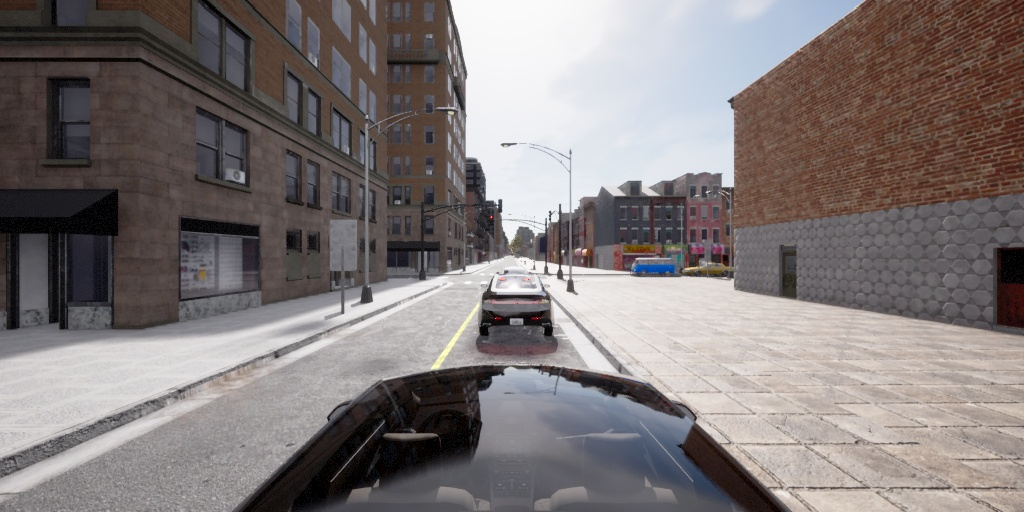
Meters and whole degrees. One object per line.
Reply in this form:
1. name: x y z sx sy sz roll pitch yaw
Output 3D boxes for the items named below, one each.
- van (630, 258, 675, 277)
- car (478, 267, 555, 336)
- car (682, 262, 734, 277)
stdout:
1. van: 13.764 1.087 35.073 3.998 1.789 1.690 0 0 0
2. car: 0.105 1.241 10.370 2.128 1.511 4.902 0 0 0
3. car: 19.206 1.267 35.060 4.829 1.417 1.751 0 0 0
